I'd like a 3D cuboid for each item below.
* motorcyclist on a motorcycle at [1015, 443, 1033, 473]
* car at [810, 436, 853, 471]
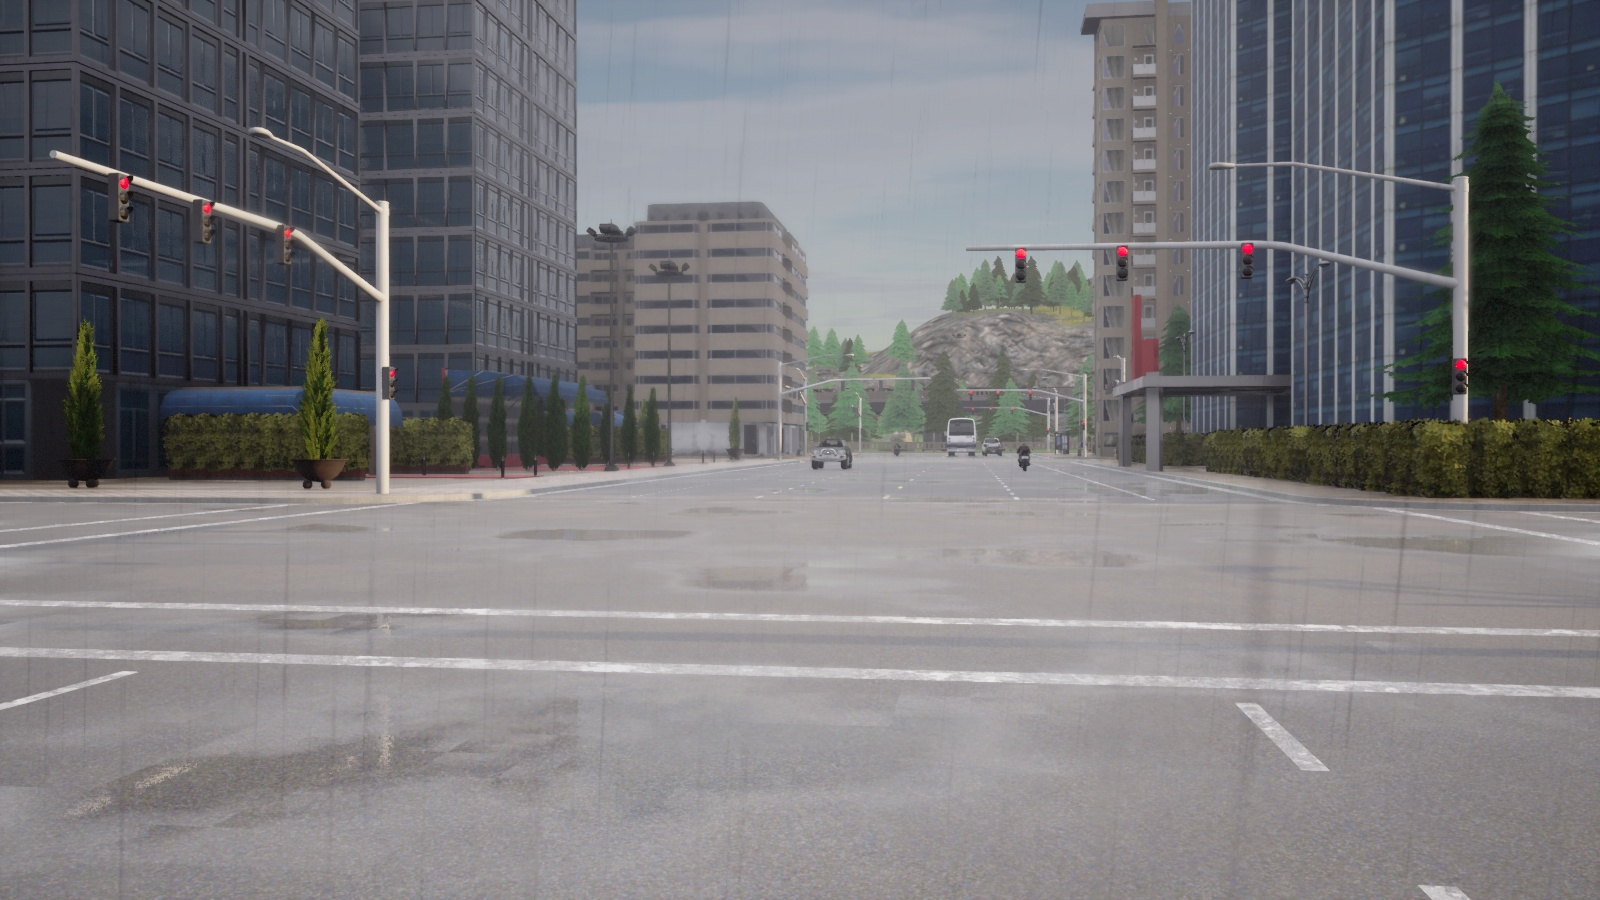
[{"bbox_3d":[11.935,0.413,66.906,0.866,1.530,2.191,0,0,7],"label":"motorcyclist on a motorcycle"},{"bbox_3d":[1.790,0.168,70.288,1.932,1.855,4.605,0,0,7],"label":"car"}]
